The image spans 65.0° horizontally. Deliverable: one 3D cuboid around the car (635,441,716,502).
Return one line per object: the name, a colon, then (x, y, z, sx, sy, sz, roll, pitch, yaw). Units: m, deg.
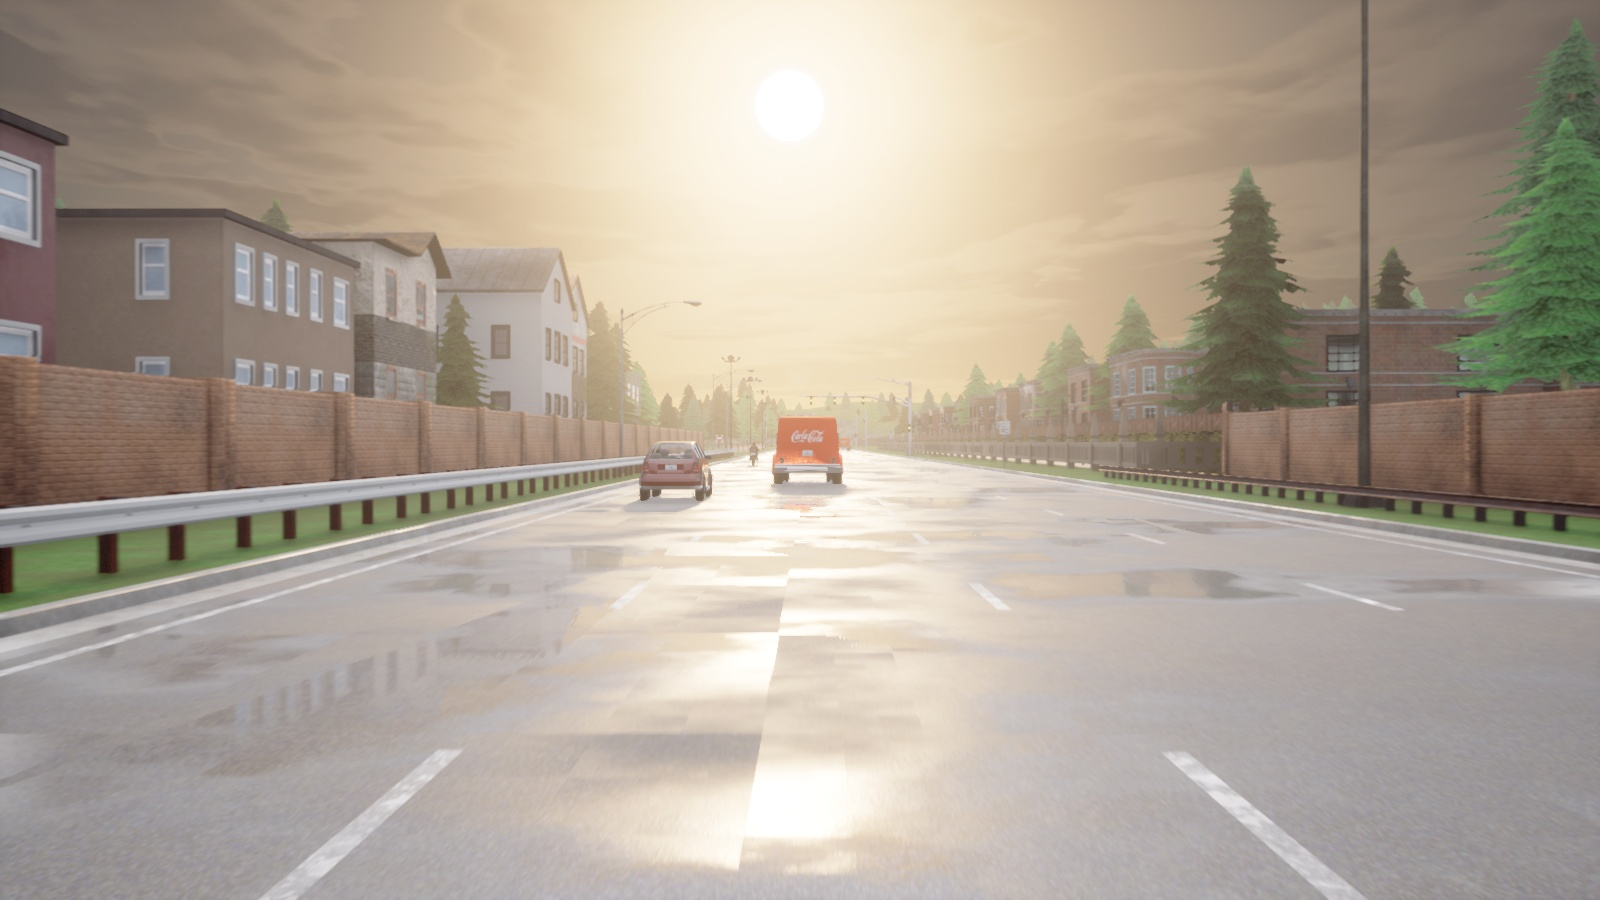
car: (-3.293, 0.533, 33.804, 1.789, 1.549, 3.705, 0, 0, 0)

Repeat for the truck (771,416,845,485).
truck: (0.284, -0.005, 47.212, 2.627, 2.467, 5.204, 0, 0, 0)
